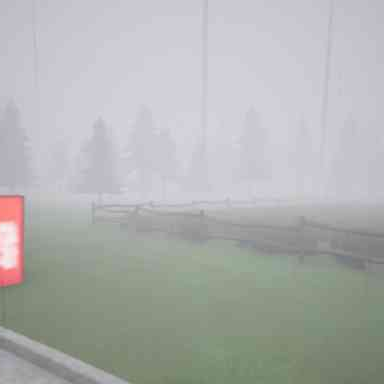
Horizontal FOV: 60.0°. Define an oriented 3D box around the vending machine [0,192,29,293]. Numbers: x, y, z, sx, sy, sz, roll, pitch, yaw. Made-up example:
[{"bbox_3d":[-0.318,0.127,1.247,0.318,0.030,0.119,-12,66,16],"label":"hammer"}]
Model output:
[{"bbox_3d":[-4.334,1.053,7.248,0.880,2.100,1.100,1,1,31],"label":"vending machine"}]
